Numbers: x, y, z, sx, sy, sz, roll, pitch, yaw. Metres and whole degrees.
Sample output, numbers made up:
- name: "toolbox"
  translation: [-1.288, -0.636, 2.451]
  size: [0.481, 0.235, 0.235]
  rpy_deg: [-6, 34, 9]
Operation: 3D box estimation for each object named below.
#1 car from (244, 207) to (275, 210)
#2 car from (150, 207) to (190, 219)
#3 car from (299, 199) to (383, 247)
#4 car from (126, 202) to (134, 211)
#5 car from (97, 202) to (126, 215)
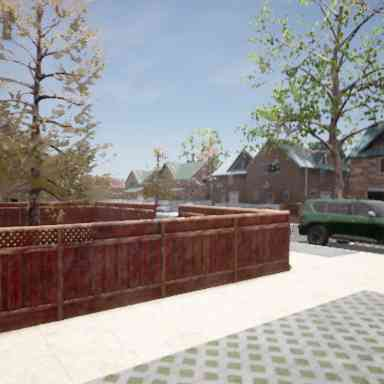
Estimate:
- name: "car"
  translation: [4.231, 1.770, 22.583]
  size: [1.837, 1.490, 4.892]
  rpy_deg: [2, -2, -35]
- name: "car"
  translation: [-1.641, 1.856, 25.851]
  size: [1.895, 1.301, 4.718]
  rpy_deg: [2, -2, -35]
- name: "car"
  translation: [7.014, 1.312, 13.447]
  size: [2.150, 2.045, 5.566]
  rpy_deg: [2, -1, -34]
- name: "car"
  translation: [-8.125, 1.989, 40.325]
  size: [1.882, 1.535, 5.008]
  rpy_deg: [2, -2, -35]
- name: "car"
  translation: [-9.557, 1.892, 37.254]
  size: [1.882, 1.535, 5.008]
  rpy_deg: [2, -2, -34]
